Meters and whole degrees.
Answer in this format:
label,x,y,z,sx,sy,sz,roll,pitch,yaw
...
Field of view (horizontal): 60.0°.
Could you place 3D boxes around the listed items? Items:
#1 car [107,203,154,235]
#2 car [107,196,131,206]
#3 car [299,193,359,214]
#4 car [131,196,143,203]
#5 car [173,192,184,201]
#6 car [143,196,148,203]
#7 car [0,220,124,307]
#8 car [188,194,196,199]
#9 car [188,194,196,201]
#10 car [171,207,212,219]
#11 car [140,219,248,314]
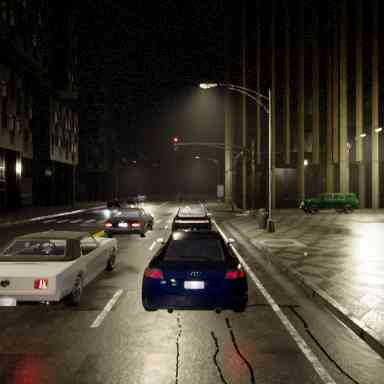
label,x,y,z,sx,sy,sz,roll,pitch,yaw
car,-3.155,1.531,17.517,2.033,1.411,5.357,0,0,0
car,-9.855,1.522,43.939,1.895,1.301,4.718,0,0,0
car,13.562,1.110,33.050,5.566,2.045,2.150,0,0,2
car,-9.850,1.431,54.406,2.033,1.411,5.357,0,0,0
car,-3.262,1.296,75.057,1.837,1.490,4.892,0,0,0
car,-9.800,1.390,65.028,2.033,1.411,5.357,0,0,0
car,-3.149,1.597,7.926,1.895,1.301,4.718,0,0,0
car,-0.013,1.192,85.509,1.895,1.301,4.718,0,0,0
car,-0.012,1.336,75.057,2.033,1.411,5.357,0,0,0
car,-0.003,1.477,16.579,2.128,1.511,4.902,0,0,0
car,0.085,1.560,7.705,1.994,1.385,4.181,0,0,1
